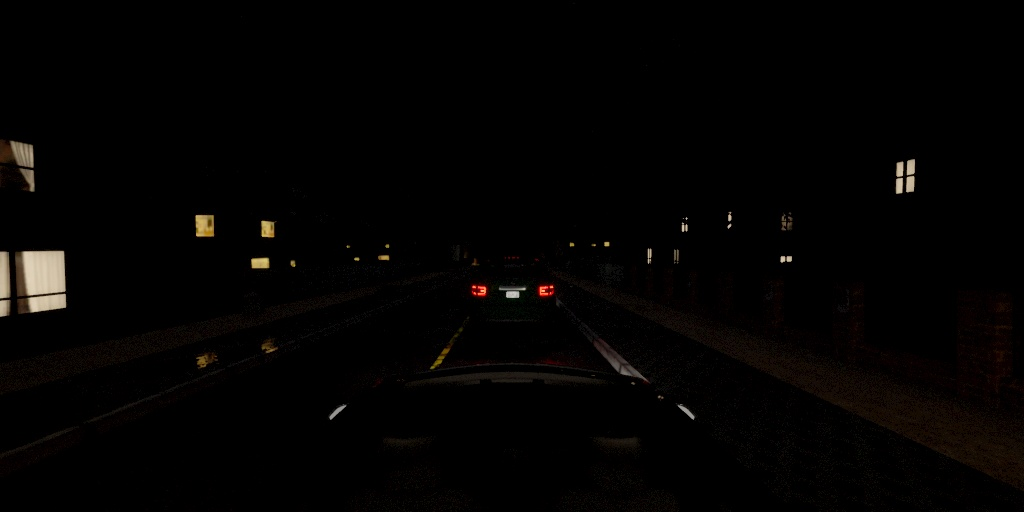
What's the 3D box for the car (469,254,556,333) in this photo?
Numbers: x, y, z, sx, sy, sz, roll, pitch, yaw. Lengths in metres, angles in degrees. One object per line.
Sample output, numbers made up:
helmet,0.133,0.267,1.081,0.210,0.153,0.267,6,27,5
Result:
car,0.032,0.970,10.814,2.150,2.045,5.566,0,0,0
